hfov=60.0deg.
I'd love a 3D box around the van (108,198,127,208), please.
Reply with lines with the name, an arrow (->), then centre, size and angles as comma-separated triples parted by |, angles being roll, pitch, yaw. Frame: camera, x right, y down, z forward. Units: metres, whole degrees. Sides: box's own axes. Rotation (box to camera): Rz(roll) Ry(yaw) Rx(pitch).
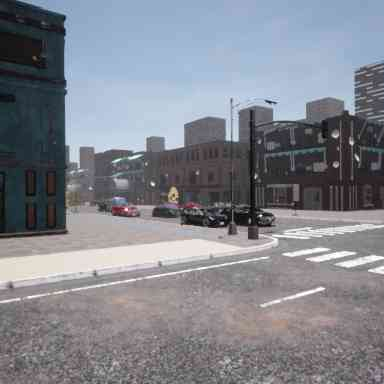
van -> -13.228, 1.905, 58.936 | 1.690, 1.788, 3.998 | -1, 0, -36

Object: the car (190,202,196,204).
car -> -0.353, 1.902, 40.921 | 1.802, 1.307, 4.206 | -2, 0, -36

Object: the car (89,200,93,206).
car -> -19.659, 2.226, 67.944 | 1.887, 1.381, 4.507 | -1, 0, -36

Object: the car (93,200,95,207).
car -> -16.446, 1.938, 63.440 | 2.192, 1.841, 5.009 | -1, 0, -36

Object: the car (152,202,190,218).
car -> -2.436, 1.891, 33.907 | 1.994, 1.385, 4.181 | -1, 0, -35

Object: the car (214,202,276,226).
car -> 4.017, 1.705, 24.800 | 1.837, 1.490, 4.892 | -1, 0, -34

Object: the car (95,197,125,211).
car -> -11.369, 1.851, 46.437 | 2.097, 1.767, 4.553 | -1, 0, -35

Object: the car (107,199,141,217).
car -> -7.173, 1.845, 36.048 | 1.967, 1.590, 4.097 | -1, 0, -36

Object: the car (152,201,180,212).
car -> -3.569, 1.964, 45.425 | 1.802, 1.307, 4.206 | -2, 0, -36

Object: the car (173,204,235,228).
car -> 0.797, 1.813, 24.686 | 1.947, 1.339, 4.313 | -2, 0, -36
